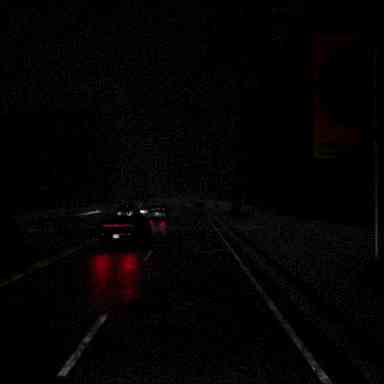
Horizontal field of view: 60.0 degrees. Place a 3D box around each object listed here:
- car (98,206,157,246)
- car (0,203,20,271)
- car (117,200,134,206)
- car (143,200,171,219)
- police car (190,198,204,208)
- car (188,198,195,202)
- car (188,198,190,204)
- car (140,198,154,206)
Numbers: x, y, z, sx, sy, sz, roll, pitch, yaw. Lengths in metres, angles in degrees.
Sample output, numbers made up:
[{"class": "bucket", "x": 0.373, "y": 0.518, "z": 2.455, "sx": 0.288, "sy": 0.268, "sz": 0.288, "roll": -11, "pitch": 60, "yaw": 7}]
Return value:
[{"class": "car", "x": -3.159, "y": 1.645, "z": 16.226, "sx": 2.128, "sy": 1.511, "sz": 4.902, "roll": 0, "pitch": -1, "yaw": 0}, {"class": "car", "x": -6.605, "y": 1.302, "z": 8.437, "sx": 2.150, "sy": 2.045, "sz": 5.566, "roll": 0, "pitch": -1, "yaw": 0}, {"class": "car", "x": -9.855, "y": 1.951, "z": 49.672, "sx": 1.882, "sy": 1.535, "sz": 5.008, "roll": 0, "pitch": -1, "yaw": 0}, {"class": "car", "x": -3.168, "y": 1.800, "z": 32.541, "sx": 2.128, "sy": 1.511, "sz": 4.902, "roll": 0, "pitch": -1, "yaw": 0}, {"class": "police car", "x": 1.104, "y": 2.001, "z": 60.727, "sx": 1.930, "sy": 1.638, "sz": 5.238, "roll": 0, "pitch": -1, "yaw": 0}, {"class": "car", "x": -0.054, "y": 2.302, "z": 95.282, "sx": 1.895, "sy": 1.301, "sz": 4.718, "roll": 0, "pitch": -1, "yaw": 0}, {"class": "car", "x": -0.045, "y": 2.162, "z": 79.969, "sx": 1.895, "sy": 1.301, "sz": 4.718, "roll": 0, "pitch": -1, "yaw": 0}, {"class": "car", "x": -6.602, "y": 1.831, "z": 50.212, "sx": 2.097, "sy": 1.767, "sz": 4.553, "roll": 0, "pitch": -1, "yaw": 0}]
